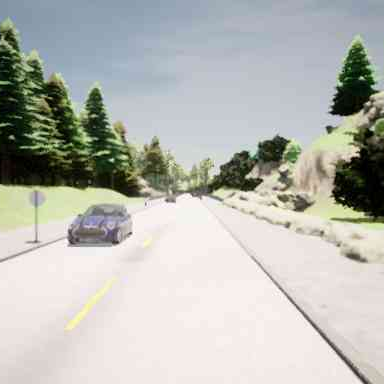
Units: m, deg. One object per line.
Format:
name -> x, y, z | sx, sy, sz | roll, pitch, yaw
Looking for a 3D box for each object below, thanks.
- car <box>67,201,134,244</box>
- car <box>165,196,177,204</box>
car -> -4.094, 1.330, 15.497 | 2.097, 1.767, 4.553 | 0, 0, 0
car -> -3.997, 1.470, 63.518 | 1.994, 1.385, 4.181 | 0, 0, 1
